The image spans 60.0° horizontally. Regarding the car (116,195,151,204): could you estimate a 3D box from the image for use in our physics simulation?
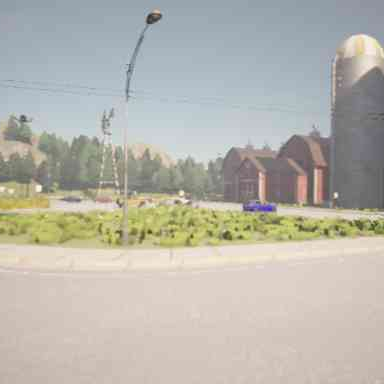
[{"bbox_3d":[-9.145,1.433,50.328,4.605,1.855,1.932,1,0,-25],"label":"car"}]

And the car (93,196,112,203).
[{"bbox_3d":[-18.963,1.601,70.551,3.905,1.438,1.784,1,0,-25],"label":"car"}]

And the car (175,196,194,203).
[{"bbox_3d":[-1.552,1.623,65.222,3.866,1.878,1.905,1,0,-25],"label":"car"}]

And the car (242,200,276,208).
[{"bbox_3d":[8.839,1.832,43.360,4.611,1.667,2.242,1,0,-25],"label":"car"}]

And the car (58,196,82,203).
[{"bbox_3d":[-26.312,1.519,71.727,5.357,1.411,2.033,1,0,25],"label":"car"}]

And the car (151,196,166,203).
[{"bbox_3d":[-7.858,1.783,77.153,4.193,1.474,1.816,1,0,-25],"label":"car"}]
